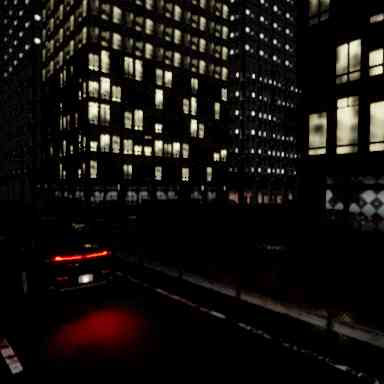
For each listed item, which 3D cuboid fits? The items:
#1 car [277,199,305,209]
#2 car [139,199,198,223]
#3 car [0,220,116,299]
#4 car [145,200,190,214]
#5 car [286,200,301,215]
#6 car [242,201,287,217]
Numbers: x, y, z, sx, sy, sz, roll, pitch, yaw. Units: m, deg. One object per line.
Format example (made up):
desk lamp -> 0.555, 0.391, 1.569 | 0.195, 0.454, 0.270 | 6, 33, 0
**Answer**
car -> 15.220, 1.821, 50.865 | 4.313, 1.339, 1.947 | 1, 0, -38
car -> -1.835, 1.484, 26.908 | 5.009, 1.841, 2.192 | 1, 0, -38
car -> -3.656, 1.486, 8.569 | 1.837, 1.490, 4.892 | 0, 0, -39
car -> -2.687, 1.594, 36.878 | 4.829, 1.417, 1.752 | 1, 0, -38
car -> 11.497, 1.892, 37.324 | 4.206, 1.307, 1.802 | 1, 0, -38
car -> 7.186, 1.790, 33.956 | 4.829, 1.417, 1.752 | 1, 0, -38
